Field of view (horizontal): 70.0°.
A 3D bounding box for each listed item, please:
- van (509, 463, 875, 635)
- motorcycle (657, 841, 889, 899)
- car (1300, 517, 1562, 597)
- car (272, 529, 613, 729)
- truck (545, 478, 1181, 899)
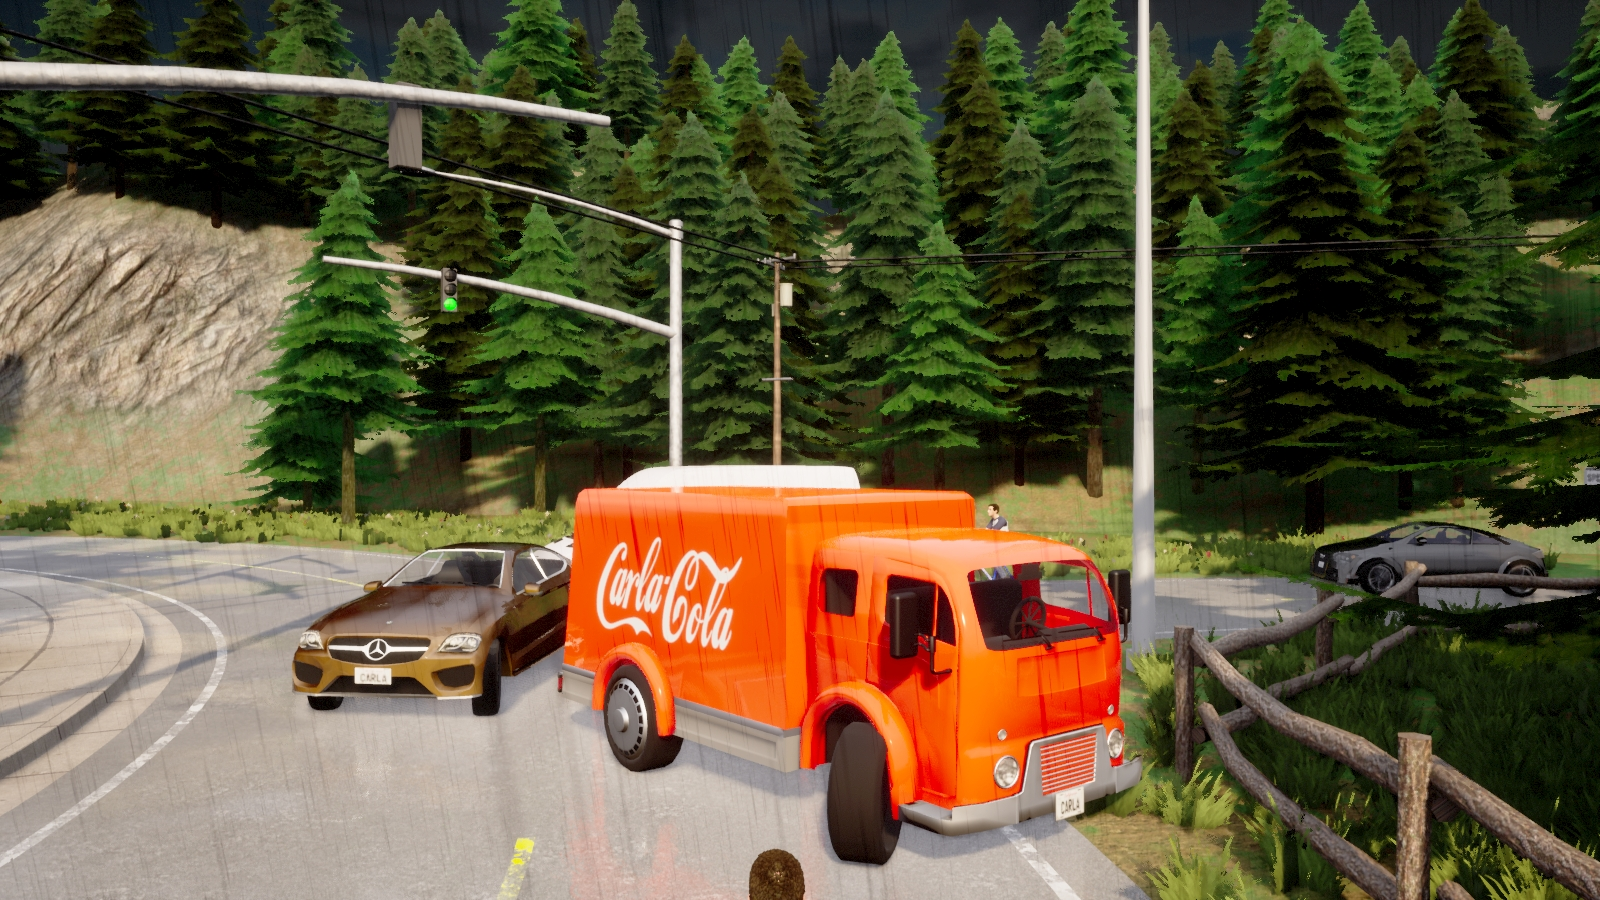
[{"bbox_3d":[-1.776,1.528,19.549,5.915,2.561,1.988,0,0,-27],"label":"van"},{"bbox_3d":[-0.074,2.159,3.526,0.803,1.199,2.033,0,0,-2],"label":"motorcycle"},{"bbox_3d":[12.589,2.119,23.051,4.181,1.385,1.994,0,0,6],"label":"car"},{"bbox_3d":[-4.038,1.970,14.038,2.152,1.651,5.027,0,0,6],"label":"car"},{"bbox_3d":[0.202,1.542,9.769,2.627,2.467,5.204,0,0,-39],"label":"truck"}]
